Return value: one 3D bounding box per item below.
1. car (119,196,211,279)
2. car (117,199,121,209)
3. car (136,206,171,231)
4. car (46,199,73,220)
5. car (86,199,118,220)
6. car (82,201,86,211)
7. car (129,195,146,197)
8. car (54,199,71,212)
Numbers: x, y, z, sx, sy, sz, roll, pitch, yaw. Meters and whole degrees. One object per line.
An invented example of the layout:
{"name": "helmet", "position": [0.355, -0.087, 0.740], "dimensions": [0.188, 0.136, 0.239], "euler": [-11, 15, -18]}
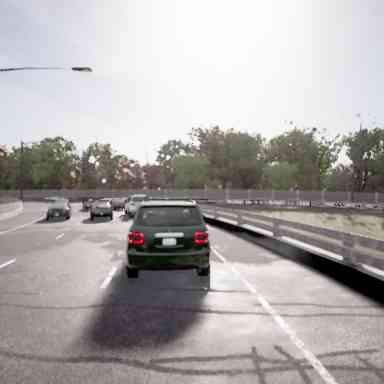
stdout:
{"name": "car", "position": [-0.777, 1.258, 10.357], "dimensions": [2.150, 2.045, 5.566], "euler": [0, 0, -5]}
{"name": "car", "position": [-9.949, 1.655, 44.784], "dimensions": [2.128, 1.511, 4.902], "euler": [0, 0, -24]}
{"name": "car", "position": [-2.670, 1.680, 22.156], "dimensions": [1.895, 1.301, 4.718], "euler": [0, 0, -12]}
{"name": "car", "position": [-11.485, 1.636, 28.946], "dimensions": [1.812, 1.442, 4.674], "euler": [0, 0, -16]}
{"name": "car", "position": [-8.018, 1.601, 29.466], "dimensions": [2.128, 1.511, 4.902], "euler": [0, 0, -16]}
{"name": "car", "position": [-13.368, 1.764, 43.907], "dimensions": [1.895, 1.301, 4.718], "euler": [0, 0, -24]}
{"name": "car", "position": [-5.377, 1.337, 32.866], "dimensions": [2.150, 2.045, 5.566], "euler": [0, -1, -17]}
{"name": "car", "position": [-16.669, 1.667, 42.700], "dimensions": [1.837, 1.490, 4.892], "euler": [0, 0, -24]}
